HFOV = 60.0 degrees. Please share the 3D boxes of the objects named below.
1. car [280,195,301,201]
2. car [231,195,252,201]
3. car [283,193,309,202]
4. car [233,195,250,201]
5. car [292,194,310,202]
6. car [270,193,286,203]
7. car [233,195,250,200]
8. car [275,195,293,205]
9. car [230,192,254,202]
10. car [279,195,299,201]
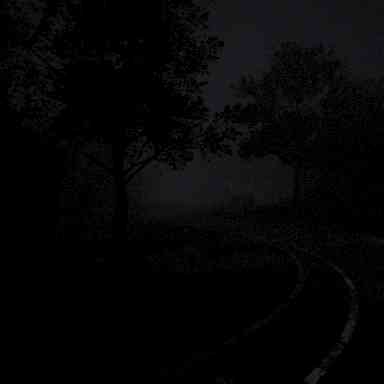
[{"bbox_3d":[25.626,1.641,86.525,4.892,1.521,2.231,1,0,8],"label":"car"},{"bbox_3d":[12.359,1.525,82.675,5.008,1.535,2.097,0,0,8],"label":"car"},{"bbox_3d":[24.400,1.374,78.270,5.566,2.045,2.435,0,0,8],"label":"car"},{"bbox_3d":[13.594,1.577,91.061,4.674,1.452,2.002,0,0,8],"label":"car"},{"bbox_3d":[23.528,1.477,72.555,4.553,1.767,2.185,0,1,8],"label":"car"},{"bbox_3d":[18.365,1.579,70.746,2.128,1.511,4.902,0,0,8],"label":"car"},{"bbox_3d":[13.972,1.569,93.862,4.792,1.488,2.163,0,0,8],"label":"car"},{"bbox_3d":[17.063,1.644,61.702,1.895,1.301,4.718,0,0,9],"label":"car"},{"bbox_3d":[11.520,1.261,77.085,5.566,2.045,2.435,0,0,8],"label":"car"},{"bbox_3d":[26.033,1.643,89.320,5.008,1.535,2.097,0,0,8],"label":"car"}]
